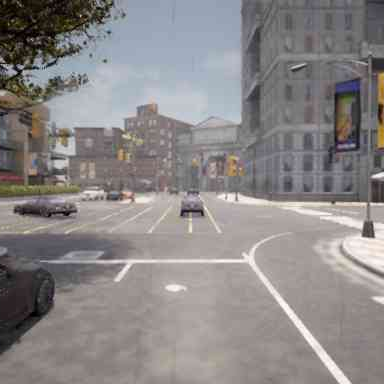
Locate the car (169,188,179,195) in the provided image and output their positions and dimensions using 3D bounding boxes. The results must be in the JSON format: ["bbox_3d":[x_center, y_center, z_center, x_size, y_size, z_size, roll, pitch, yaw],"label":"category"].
[{"bbox_3d":[-4.151,-0.135,76.780,1.837,1.490,4.892,0,1,-9],"label":"car"}]

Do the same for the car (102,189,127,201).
[{"bbox_3d":[-11.688,0.524,50.688,1.882,1.535,5.008,0,1,0],"label":"car"}]

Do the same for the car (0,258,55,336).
[{"bbox_3d":[-3.433,1.445,4.196,1.812,1.442,4.674,0,1,0],"label":"car"}]

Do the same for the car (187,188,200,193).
[{"bbox_3d":[0.419,-0.041,76.826,1.837,1.490,4.892,0,1,20],"label":"car"}]

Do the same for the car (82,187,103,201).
[{"bbox_3d":[-15.179,0.260,51.197,2.150,2.045,5.566,0,1,0],"label":"car"}]

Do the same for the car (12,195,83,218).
[{"bbox_3d":[-10.812,1.090,24.367,5.357,1.411,2.033,1,1,30],"label":"car"}]

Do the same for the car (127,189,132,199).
[{"bbox_3d":[-11.722,0.228,59.821,2.097,1.767,4.553,0,1,0],"label":"car"}]

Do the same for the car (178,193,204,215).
[{"bbox_3d":[0.013,1.042,26.608,2.033,1.411,5.357,0,1,0],"label":"car"}]
